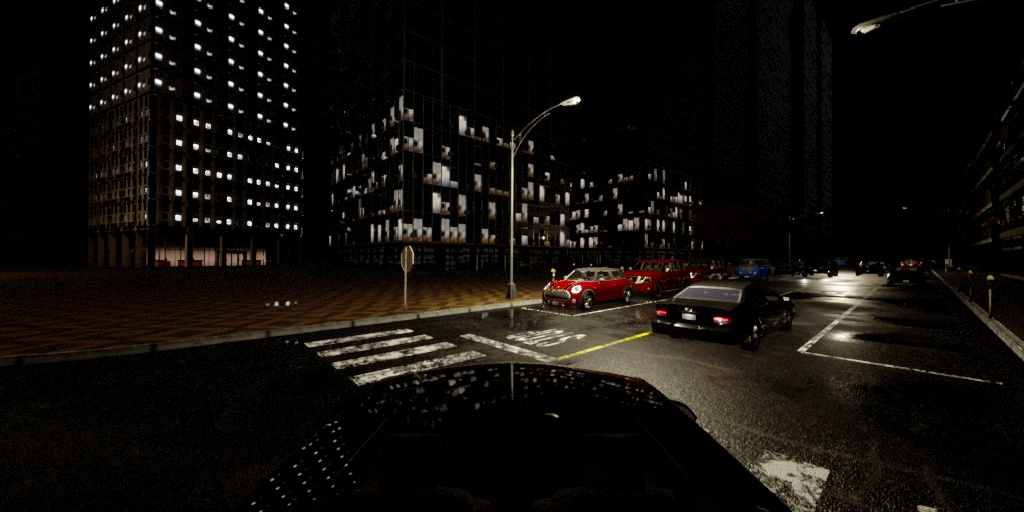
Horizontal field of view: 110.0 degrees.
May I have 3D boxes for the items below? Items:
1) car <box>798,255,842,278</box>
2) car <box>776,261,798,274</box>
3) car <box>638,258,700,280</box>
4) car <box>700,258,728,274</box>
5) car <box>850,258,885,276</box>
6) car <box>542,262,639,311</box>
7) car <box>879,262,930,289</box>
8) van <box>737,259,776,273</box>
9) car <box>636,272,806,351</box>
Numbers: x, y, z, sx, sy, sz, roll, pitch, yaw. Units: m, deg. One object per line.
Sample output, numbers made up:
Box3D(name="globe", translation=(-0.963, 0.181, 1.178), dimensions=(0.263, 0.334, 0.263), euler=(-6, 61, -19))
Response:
Box3D(name="car", translation=(29.825, 0.966, 34.642), dimensions=(5.566, 2.045, 2.150), euler=(0, 0, -42))
Box3D(name="car", translation=(28.407, 1.328, 36.978), dimensions=(4.207, 1.307, 1.802), euler=(0, 0, -42))
Box3D(name="car", translation=(7.294, 1.070, 18.233), dimensions=(5.009, 1.841, 2.192), euler=(0, 0, -42))
Box3D(name="car", translation=(11.517, 1.070, 21.982), dimensions=(5.009, 1.841, 2.192), euler=(0, 0, -42))
Box3D(name="car", translation=(35.547, 1.230, 35.589), dimensions=(4.902, 1.511, 2.128), euler=(0, 0, -42))
Box3D(name="car", translation=(3.072, 1.195, 14.484), dimensions=(4.097, 1.591, 1.967), euler=(0, 0, -42))
Box3D(name="car", translation=(25.540, 1.298, 23.226), dimensions=(4.403, 1.370, 2.007), euler=(0, 0, -42))
Box3D(name="van", translation=(19.962, 1.094, 29.480), dimensions=(3.998, 1.789, 1.690), euler=(0, 0, -42))
Box3D(name="car", translation=(5.517, 1.299, 9.047), dimensions=(5.357, 1.411, 2.033), euler=(0, 0, -42))
